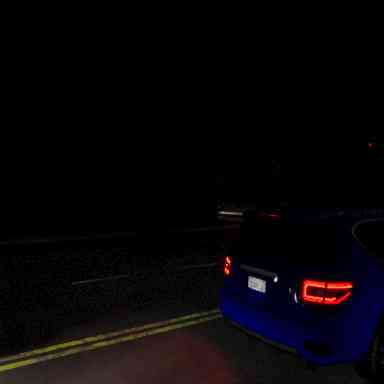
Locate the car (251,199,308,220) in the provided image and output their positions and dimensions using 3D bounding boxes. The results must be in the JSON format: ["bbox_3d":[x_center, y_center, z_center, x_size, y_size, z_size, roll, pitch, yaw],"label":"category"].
[{"bbox_3d":[7.644,1.478,29.522,1.882,1.535,5.008,0,0,-31],"label":"car"}]

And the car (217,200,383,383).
[{"bbox_3d":[3.043,1.221,5.526,5.566,2.045,2.150,0,0,-33],"label":"car"}]
